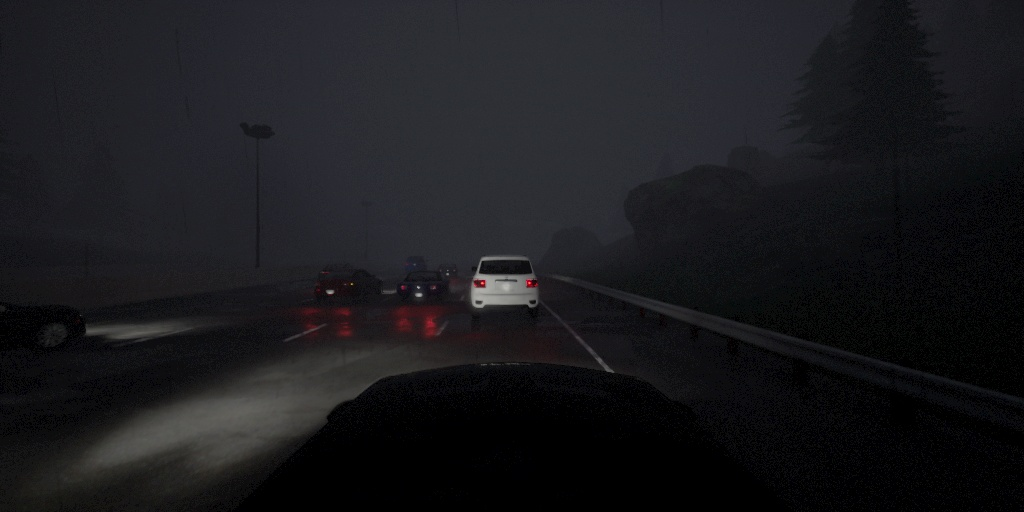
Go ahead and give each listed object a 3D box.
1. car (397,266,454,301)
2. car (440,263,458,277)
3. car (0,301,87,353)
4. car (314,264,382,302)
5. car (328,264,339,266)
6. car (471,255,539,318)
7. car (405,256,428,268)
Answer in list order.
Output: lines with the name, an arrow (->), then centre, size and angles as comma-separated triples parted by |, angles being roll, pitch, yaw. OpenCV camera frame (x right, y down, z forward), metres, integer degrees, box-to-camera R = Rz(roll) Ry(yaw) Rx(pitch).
car -> -4.116, 1.367, 17.446 | 1.895, 1.301, 4.718 | 0, 0, -4
car -> -6.287, 1.380, 35.201 | 1.895, 1.301, 4.718 | 0, 0, -9
car -> -10.537, 1.278, 6.050 | 1.837, 1.490, 4.892 | 0, 0, -1
car -> -7.609, 1.298, 16.981 | 1.812, 1.442, 4.674 | 0, 0, -4
car -> -11.966, 1.277, 25.385 | 2.128, 1.511, 4.902 | 0, 0, -7
car -> -0.321, 0.978, 13.257 | 2.150, 2.045, 5.566 | 0, 0, -3
car -> -10.825, 1.013, 40.656 | 2.150, 2.045, 5.566 | 0, 0, -11
